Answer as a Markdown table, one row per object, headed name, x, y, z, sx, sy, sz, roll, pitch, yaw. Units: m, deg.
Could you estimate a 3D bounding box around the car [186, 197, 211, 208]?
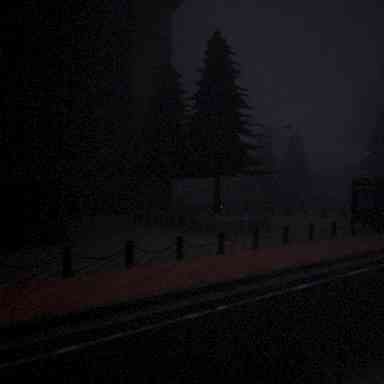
| name | x | y | z | sx | sy | sz | roll | pitch | yaw |
| --- | --- | --- | --- | --- | --- | --- | --- | --- | --- |
| car | 0.826 | 1.508 | 46.818 | 1.812 | 1.442 | 4.674 | 0 | 0 | -35 |
